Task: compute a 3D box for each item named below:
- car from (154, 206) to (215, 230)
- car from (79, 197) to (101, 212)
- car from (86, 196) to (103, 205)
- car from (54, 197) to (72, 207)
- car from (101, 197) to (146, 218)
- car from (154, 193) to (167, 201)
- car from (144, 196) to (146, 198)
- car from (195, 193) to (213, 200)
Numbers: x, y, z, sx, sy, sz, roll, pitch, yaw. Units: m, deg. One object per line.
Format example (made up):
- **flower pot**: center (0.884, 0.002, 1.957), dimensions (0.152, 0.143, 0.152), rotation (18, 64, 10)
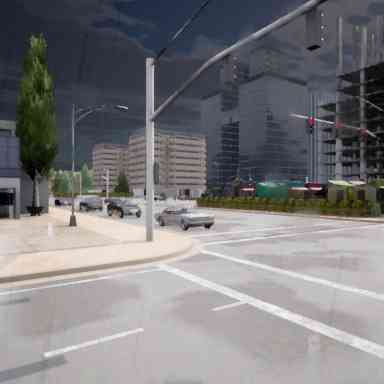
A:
- **car**: center (-0.563, 1.601, 21.138), dimensions (1.895, 1.301, 4.718), rotation (0, 0, -33)
- **car**: center (-11.744, 1.505, 38.620), dimensions (1.837, 1.490, 4.892), rotation (0, 0, -33)
- **car**: center (-18.306, 1.564, 62.201), dimensions (1.994, 1.385, 4.181), rotation (0, 0, -33)
- **car**: center (-20.216, 1.501, 52.020), dimensions (2.128, 1.511, 4.902), rotation (0, 0, -33)
- **car**: center (-6.171, 1.492, 29.900), dimensions (2.128, 1.511, 4.902), rotation (0, 0, -33)
- **car**: center (-7.811, 1.156, 78.618), dimensions (3.866, 1.878, 1.905), rotation (0, 0, -34)
- **car**: center (-9.389, 1.153, 81.045), dimensions (4.605, 1.855, 1.932), rotation (0, 0, -34)
- **car**: center (3.221, 1.156, 62.389), dimensions (3.866, 1.878, 1.905), rotation (0, 0, -34)
